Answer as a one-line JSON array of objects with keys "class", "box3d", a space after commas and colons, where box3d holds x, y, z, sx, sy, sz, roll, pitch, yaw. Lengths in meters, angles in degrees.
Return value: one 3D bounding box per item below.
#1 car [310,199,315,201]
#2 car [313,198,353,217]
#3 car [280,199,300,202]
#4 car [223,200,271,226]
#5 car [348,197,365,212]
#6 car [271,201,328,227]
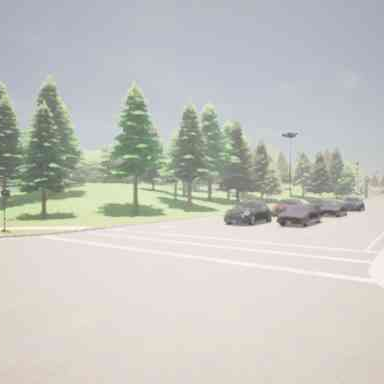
[{"class": "car", "box3d": [14.921, 1.590, 39.920, 1.837, 1.490, 4.892, -1, 0, 35]}, {"class": "car", "box3d": [13.566, 1.605, 31.924, 2.033, 1.411, 5.357, -1, 0, 35]}, {"class": "car", "box3d": [9.250, 1.437, 31.871, 2.097, 1.767, 4.553, -1, 0, 35]}, {"class": "car", "box3d": [4.154, 1.437, 24.627, 2.097, 1.767, 4.553, -1, 0, 35]}, {"class": "car", "box3d": [19.430, 1.410, 40.239, 2.097, 1.767, 4.553, -1, 0, 35]}, {"class": "car", "box3d": [7.774, 1.605, 23.689, 2.033, 1.411, 5.357, -1, 0, 35]}]
